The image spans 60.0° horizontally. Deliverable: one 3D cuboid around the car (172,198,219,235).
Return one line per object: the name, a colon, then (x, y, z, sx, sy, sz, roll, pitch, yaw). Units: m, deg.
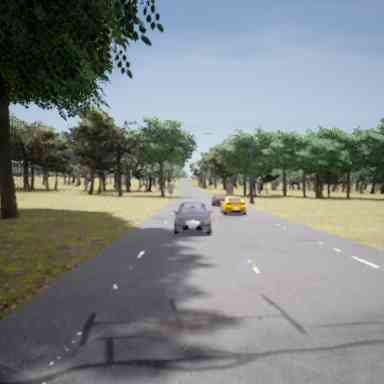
car: (0.032, 1.284, 17.461, 2.128, 1.511, 4.902, 0, 1, 0)

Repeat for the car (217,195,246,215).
car: (3.616, 1.144, 29.656, 1.882, 1.535, 5.008, 0, 1, 0)

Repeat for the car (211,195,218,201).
car: (3.526, 1.054, 43.638, 1.812, 1.442, 4.674, 0, 1, 0)
